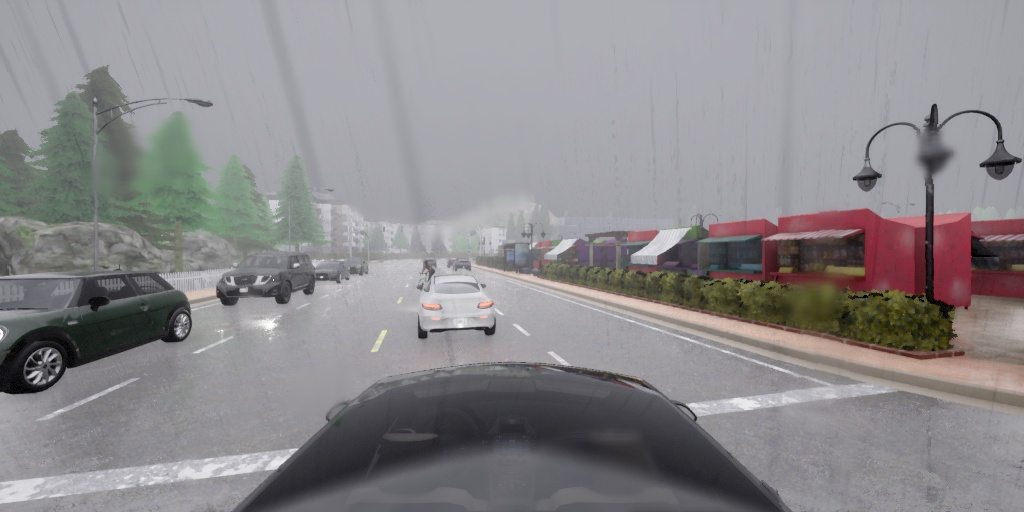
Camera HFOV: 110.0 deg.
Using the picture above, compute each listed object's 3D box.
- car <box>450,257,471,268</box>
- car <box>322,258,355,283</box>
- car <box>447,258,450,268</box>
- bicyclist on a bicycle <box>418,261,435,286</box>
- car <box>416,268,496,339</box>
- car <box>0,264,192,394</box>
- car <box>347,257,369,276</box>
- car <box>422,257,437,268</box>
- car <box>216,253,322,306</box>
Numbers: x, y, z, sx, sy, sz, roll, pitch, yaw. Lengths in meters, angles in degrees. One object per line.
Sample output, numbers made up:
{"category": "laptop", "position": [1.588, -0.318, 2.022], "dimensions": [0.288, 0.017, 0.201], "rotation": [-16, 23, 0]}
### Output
{"category": "car", "position": [-5.955, 0.966, 42.330], "dimensions": [1.837, 1.490, 4.892], "rotation": [0, 0, -14]}
{"category": "car", "position": [-12.778, 1.089, 25.345], "dimensions": [1.837, 1.490, 4.892], "rotation": [0, 0, -14]}
{"category": "car", "position": [-8.291, 0.872, 51.372], "dimensions": [1.882, 1.535, 5.008], "rotation": [0, 0, -14]}
{"category": "bicyclist on a bicycle", "position": [-4.626, 1.079, 19.737], "dimensions": [0.582, 1.620, 1.656], "rotation": [0, 1, 24]}
{"category": "car", "position": [-1.631, 1.224, 9.936], "dimensions": [1.812, 1.442, 4.674], "rotation": [0, 0, -13]}
{"category": "car", "position": [-8.115, 1.076, 6.332], "dimensions": [2.097, 1.767, 4.553], "rotation": [0, 0, -13]}
{"category": "car", "position": [-14.730, 0.877, 33.312], "dimensions": [2.097, 1.767, 4.553], "rotation": [0, 0, -14]}
{"category": "car", "position": [-11.681, 0.903, 50.825], "dimensions": [1.837, 1.490, 4.892], "rotation": [0, 0, -14]}
{"category": "car", "position": [-10.412, 0.876, 15.741], "dimensions": [2.150, 2.045, 5.566], "rotation": [0, 0, -14]}
